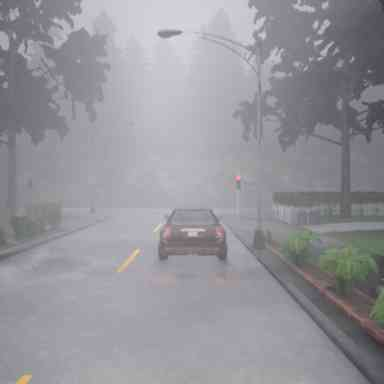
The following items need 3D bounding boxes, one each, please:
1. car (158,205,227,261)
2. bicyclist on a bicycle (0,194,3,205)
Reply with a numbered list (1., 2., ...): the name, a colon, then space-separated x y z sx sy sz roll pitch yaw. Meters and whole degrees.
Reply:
1. car: 0.039 1.229 11.879 2.097 1.767 4.553 0 1 0
2. bicyclist on a bicycle: -24.039 0.918 41.518 0.582 1.620 1.656 0 1 0
